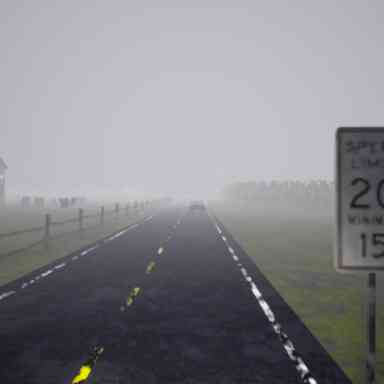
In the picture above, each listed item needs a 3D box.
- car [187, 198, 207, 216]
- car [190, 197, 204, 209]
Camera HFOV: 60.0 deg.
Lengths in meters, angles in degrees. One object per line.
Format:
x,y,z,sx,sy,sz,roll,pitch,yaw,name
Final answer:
0.511,1.561,33.536,2.128,1.511,4.902,0,0,1,car
0.717,1.585,48.112,1.882,1.535,5.008,0,0,1,car
